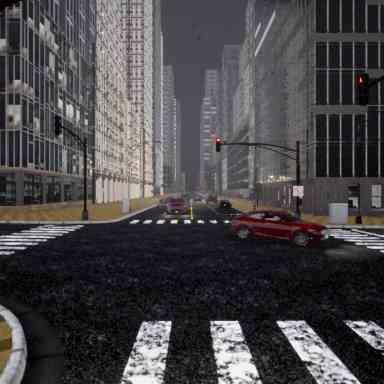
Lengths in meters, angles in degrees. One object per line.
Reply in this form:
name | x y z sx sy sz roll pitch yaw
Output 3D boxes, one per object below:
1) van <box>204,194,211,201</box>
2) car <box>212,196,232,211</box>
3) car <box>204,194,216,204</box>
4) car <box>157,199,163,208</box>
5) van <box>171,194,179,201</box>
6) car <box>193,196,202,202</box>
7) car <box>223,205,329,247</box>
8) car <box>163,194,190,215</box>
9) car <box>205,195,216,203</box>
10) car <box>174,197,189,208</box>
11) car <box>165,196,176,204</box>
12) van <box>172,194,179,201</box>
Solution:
van | 3.742 1.321 80.478 1.690 1.788 3.998 0 0 0
car | 3.941 1.579 41.786 1.947 1.339 4.313 0 0 0
car | 3.807 1.313 63.894 2.192 1.841 5.009 0 0 0
car | -4.010 1.592 47.281 1.802 1.307 4.206 0 0 0
van | -4.138 1.321 80.447 1.690 1.788 3.998 0 0 0
car | 1.218 1.529 72.899 2.033 1.411 5.357 0 0 0
car | 4.050 1.600 15.911 4.674 1.442 1.812 2 1 39
car | -1.494 1.368 34.295 2.097 1.767 4.553 0 0 0
car | 3.785 1.432 69.423 1.967 1.590 4.097 0 0 0
car | -1.554 1.556 50.635 2.033 1.411 5.357 0 0 0
car | -4.073 1.563 63.864 1.947 1.339 4.313 0 0 0
van | -4.159 1.315 85.975 1.690 1.788 3.998 0 0 0
